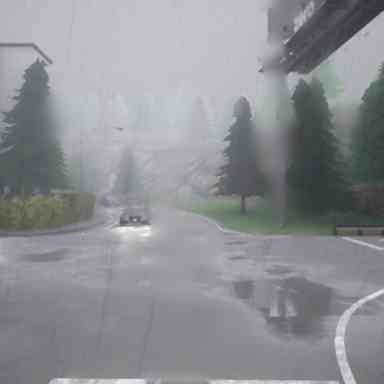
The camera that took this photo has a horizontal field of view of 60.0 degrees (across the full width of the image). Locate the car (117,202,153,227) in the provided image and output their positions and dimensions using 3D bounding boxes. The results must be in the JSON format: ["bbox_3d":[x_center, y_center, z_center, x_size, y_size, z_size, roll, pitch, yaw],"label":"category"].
[{"bbox_3d":[-3.679,1.540,22.689,1.994,1.385,4.181,0,0,-4],"label":"car"}]

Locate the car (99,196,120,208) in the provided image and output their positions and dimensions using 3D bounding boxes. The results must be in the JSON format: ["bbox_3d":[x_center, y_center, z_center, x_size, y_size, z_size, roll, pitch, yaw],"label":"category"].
[{"bbox_3d":[-11.437,1.396,46.314,1.837,1.490,4.892,3,-1,-34],"label":"car"}]
